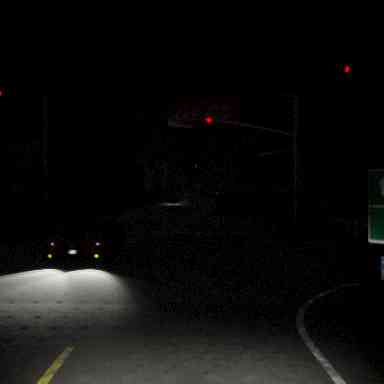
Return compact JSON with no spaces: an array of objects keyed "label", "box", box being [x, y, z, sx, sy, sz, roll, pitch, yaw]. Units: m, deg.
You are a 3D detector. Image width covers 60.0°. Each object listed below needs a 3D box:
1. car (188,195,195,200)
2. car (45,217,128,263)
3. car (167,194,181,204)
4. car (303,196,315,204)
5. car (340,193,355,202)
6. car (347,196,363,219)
[{"label":"car","box":[-0.133,1.491,86.544,1.994,1.385,4.181,0,0,0]},{"label":"car","box":[-3.616,1.633,12.081,1.994,1.385,4.181,0,0,0]},{"label":"car","box":[-3.644,1.517,64.752,1.994,1.385,4.181,0,0,0]},{"label":"car","box":[22.353,1.507,64.285,1.970,1.475,3.806,0,0,0]},{"label":"car","box":[34.738,1.439,72.106,2.007,1.523,4.514,0,0,0]},{"label":"car","box":[14.310,1.487,25.199,3.866,1.878,1.905,0,0,0]}]
